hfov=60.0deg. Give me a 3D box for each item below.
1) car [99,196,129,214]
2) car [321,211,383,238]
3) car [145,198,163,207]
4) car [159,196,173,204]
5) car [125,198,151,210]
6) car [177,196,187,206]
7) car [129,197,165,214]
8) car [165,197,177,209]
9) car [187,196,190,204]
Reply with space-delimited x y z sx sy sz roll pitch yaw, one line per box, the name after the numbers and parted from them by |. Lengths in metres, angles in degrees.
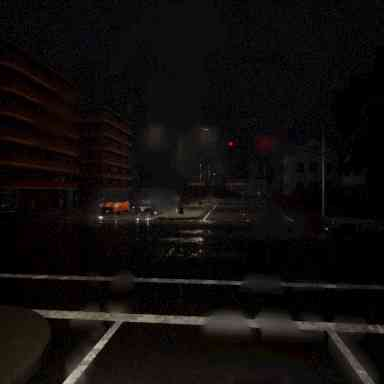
-8.084 1.352 34.968 2.097 1.767 4.553 0 0 6 | car
9.187 1.601 16.981 4.718 1.301 1.895 0 0 6 | car
-6.092 1.601 53.916 1.895 1.301 4.718 0 0 6 | car
-5.025 1.564 63.890 1.994 1.385 4.181 0 0 6 | car
-7.094 1.545 44.386 2.033 1.411 5.357 0 0 6 | car
-2.652 1.491 53.149 2.128 1.511 4.902 0 0 6 | car
-4.570 1.491 34.895 2.128 1.511 4.902 0 0 6 | car
-3.608 1.601 44.104 1.895 1.301 4.718 0 0 6 | car
-1.594 1.505 63.051 1.837 1.490 4.892 0 0 7 | car
